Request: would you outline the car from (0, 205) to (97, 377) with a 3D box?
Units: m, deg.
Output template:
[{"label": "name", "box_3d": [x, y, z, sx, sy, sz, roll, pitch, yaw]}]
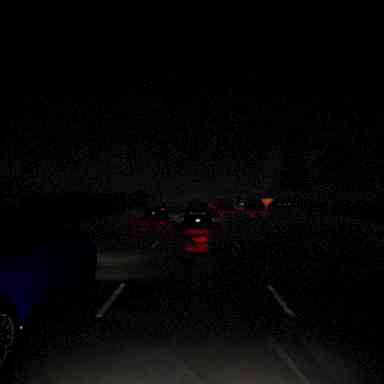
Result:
[{"label": "car", "box_3d": [-3.333, 1.212, 5.506, 2.150, 2.045, 5.566, 0, 0, 1]}]

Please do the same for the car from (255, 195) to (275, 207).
[{"label": "car", "box_3d": [11.187, 1.314, 51.052, 2.097, 1.767, 4.553, 0, 0, 1]}]

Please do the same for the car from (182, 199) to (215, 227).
[{"label": "car", "box_3d": [0.400, 1.481, 22.860, 1.837, 1.490, 4.892, 0, 0, 1]}]

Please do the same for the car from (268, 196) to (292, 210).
[{"label": "car", "box_3d": [11.064, 1.519, 42.135, 2.033, 1.411, 5.357, 0, 0, 1]}]

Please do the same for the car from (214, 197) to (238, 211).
[{"label": "car", "box_3d": [4.043, 1.440, 40.643, 1.882, 1.535, 5.008, 0, 0, 1]}]

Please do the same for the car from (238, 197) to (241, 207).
[{"label": "car", "box_3d": [7.674, 1.450, 50.007, 2.128, 1.511, 4.902, 0, 0, 1]}]

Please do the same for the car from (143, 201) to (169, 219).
[{"label": "car", "box_3d": [-3.023, 1.490, 28.586, 1.812, 1.442, 4.674, 0, 0, 1]}]

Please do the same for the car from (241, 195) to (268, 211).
[{"label": "car", "box_3d": [7.543, 1.446, 40.595, 1.882, 1.535, 5.008, 0, 0, 1]}]
